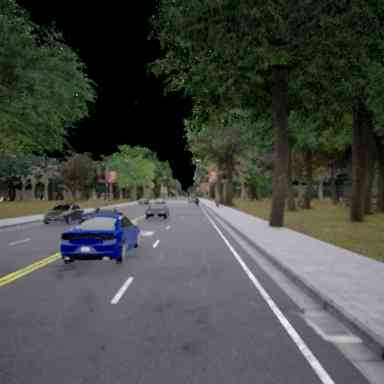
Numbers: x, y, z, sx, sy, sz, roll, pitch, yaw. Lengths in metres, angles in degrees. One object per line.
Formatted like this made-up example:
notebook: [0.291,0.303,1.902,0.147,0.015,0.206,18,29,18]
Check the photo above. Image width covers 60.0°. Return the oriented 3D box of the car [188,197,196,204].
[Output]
car: [0.024,2.056,79.428,2.033,1.411,5.357,0,0,0]

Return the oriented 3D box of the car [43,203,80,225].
car: [-9.839,1.670,25.888,1.837,1.490,4.892,0,0,0]

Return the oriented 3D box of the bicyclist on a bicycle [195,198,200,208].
bicyclist on a bicycle: [0.910,1.789,50.928,0.582,1.620,1.656,0,-1,0]

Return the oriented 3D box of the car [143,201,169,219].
car: [-3.143,1.802,31.192,1.895,1.301,4.718,0,0,0]

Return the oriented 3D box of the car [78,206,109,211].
car: [-6.590,1.758,24.772,1.895,1.301,4.718,0,0,0]

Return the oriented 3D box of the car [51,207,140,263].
car: [-3.147,1.553,12.300,1.882,1.535,5.008,0,0,0]

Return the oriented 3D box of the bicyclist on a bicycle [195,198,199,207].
bicyclist on a bicycle: [0.912,1.850,59.926,0.582,1.620,1.656,0,-1,0]

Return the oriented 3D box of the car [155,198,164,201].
car: [-6.483,1.965,66.890,1.812,1.442,4.674,0,0,0]

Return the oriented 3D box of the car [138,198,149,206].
car: [-9.731,1.942,67.298,1.837,1.490,4.892,0,0,0]
